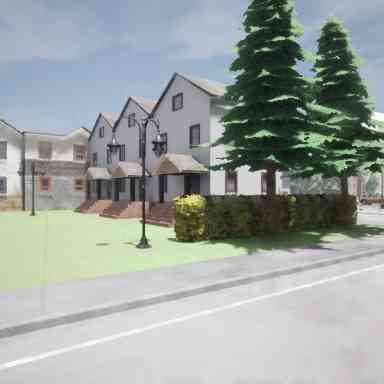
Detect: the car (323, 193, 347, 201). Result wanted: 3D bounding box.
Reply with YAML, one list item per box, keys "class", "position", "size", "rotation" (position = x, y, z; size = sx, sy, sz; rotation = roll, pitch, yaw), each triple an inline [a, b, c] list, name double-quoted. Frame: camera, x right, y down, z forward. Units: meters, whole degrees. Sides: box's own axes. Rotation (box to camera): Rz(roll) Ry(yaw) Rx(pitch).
- class: "car"
  position: [32.105, 1.097, 74.691]
  size: [1.932, 1.855, 4.605]
  rotation: [0, 0, -36]

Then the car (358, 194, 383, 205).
- class: "car"
  position: [27.232, 1.097, 49.238]
  size: [1.932, 1.855, 4.605]
  rotation: [0, 0, -36]
